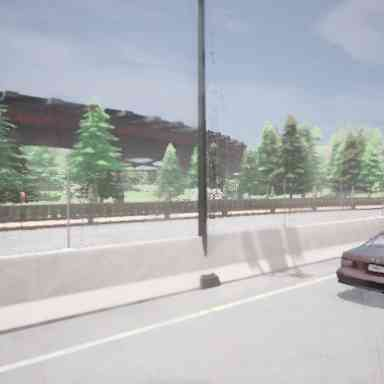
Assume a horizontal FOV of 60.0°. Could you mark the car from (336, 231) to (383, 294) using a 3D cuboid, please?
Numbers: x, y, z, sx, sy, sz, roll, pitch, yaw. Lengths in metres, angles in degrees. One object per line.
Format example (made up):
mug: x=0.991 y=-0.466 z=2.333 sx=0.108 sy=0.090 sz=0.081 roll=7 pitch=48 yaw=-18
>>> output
car: x=5.626 y=1.527 z=7.994 sx=5.357 sy=1.411 sz=2.033 roll=0 pitch=0 yaw=-36
